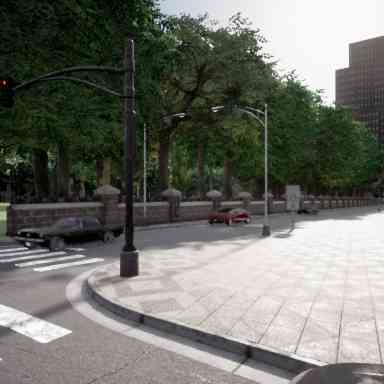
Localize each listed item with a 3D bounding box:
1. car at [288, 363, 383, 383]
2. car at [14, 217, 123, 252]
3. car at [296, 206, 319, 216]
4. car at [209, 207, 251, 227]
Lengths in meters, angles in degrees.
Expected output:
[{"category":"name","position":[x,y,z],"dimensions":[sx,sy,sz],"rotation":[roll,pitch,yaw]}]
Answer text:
[{"category":"car","position":[2.371,1.551,1.272],"dimensions":[4.403,1.369,2.008],"rotation":[0,0,36]},{"category":"car","position":[-5.432,1.822,15.195],"dimensions":[1.895,1.301,4.718],"rotation":[0,-1,30]},{"category":"car","position":[15.972,2.601,45.910],"dimensions":[1.895,1.301,4.718],"rotation":[0,-1,36]},{"category":"car","position":[3.269,2.015,28.073],"dimensions":[1.882,1.535,5.008],"rotation":[0,-1,35]}]
